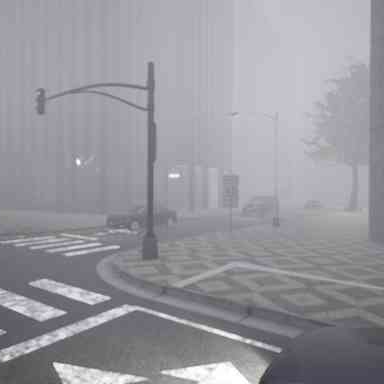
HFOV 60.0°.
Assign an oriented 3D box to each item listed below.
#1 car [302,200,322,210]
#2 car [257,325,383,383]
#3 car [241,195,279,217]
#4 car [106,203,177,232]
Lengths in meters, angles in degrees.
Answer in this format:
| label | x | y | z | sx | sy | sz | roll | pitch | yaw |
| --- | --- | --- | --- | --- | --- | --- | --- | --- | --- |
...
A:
| label | x | y | z | sx | sy | sz | roll | pitch | yaw |
| --- | --- | --- | --- | --- | --- | --- | --- | --- | --- |
| car | 17.808 | 1.918 | 49.052 | 1.837 | 1.490 | 4.892 | 1 | 0 | 36 |
| car | 2.418 | 1.575 | 1.958 | 4.181 | 1.385 | 1.994 | 1 | 0 | 36 |
| car | 7.192 | 1.386 | 34.433 | 2.150 | 2.045 | 5.566 | 1 | 0 | 36 |
| car | -2.957 | 1.481 | 20.321 | 1.882 | 1.535 | 5.008 | 1 | 0 | 36 |
